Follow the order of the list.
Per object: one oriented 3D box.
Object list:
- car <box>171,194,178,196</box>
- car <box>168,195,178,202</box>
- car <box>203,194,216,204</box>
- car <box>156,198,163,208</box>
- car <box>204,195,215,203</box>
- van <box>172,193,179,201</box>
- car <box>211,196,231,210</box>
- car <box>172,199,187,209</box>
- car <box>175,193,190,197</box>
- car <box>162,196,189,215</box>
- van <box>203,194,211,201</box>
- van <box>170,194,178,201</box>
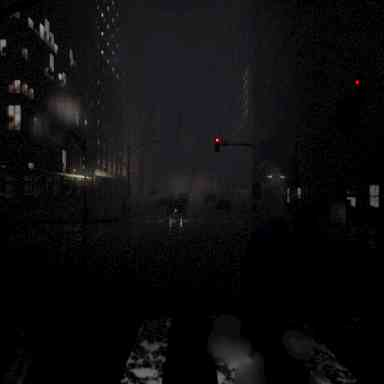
[{"bbox_3d":[-4.200,1.545,64.039,1.947,1.339,4.313,0,0,0],"label":"car"},{"bbox_3d":[-4.265,1.404,75.094,1.967,1.590,4.097,0,0,0],"label":"car"},{"bbox_3d":[3.680,1.294,64.084,2.192,1.841,5.009,0,0,0],"label":"car"},{"bbox_3d":[-4.104,1.578,47.456,1.802,1.307,4.206,0,0,0],"label":"car"},{"bbox_3d":[3.647,1.411,69.613,1.967,1.590,4.097,0,0,0],"label":"car"},{"bbox_3d":[-4.330,1.289,86.149,1.690,1.788,3.998,0,0,0],"label":"van"},{"bbox_3d":[3.858,1.566,41.976,1.947,1.339,4.313,0,0,0],"label":"car"},{"bbox_3d":[-1.624,1.599,45.863,1.895,1.301,4.718,0,0,0],"label":"car"},{"bbox_3d":[-1.661,1.203,65.955,2.150,2.045,5.566,0,0,0],"label":"car"},{"bbox_3d":[-1.567,1.498,33.904,2.128,1.511,4.902,0,0,-1],"label":"car"},{"bbox_3d":[3.582,1.297,80.668,1.690,1.788,3.998,0,0,0],"label":"van"},{"bbox_3d":[-4.298,1.297,80.621,1.690,1.788,3.998,0,0,0],"label":"van"}]
